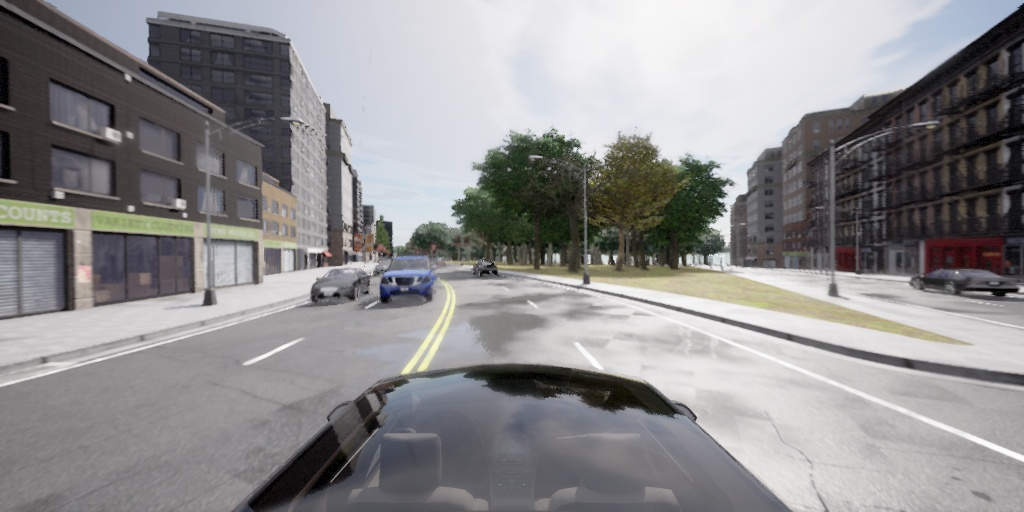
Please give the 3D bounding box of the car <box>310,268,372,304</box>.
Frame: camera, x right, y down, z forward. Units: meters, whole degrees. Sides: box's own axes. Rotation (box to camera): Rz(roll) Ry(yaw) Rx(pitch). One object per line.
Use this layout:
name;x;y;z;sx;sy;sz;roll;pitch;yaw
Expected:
car;-8.185;1.345;17.528;2.128;1.511;4.902;-1;0;-11

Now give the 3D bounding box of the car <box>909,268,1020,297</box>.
car;24.247;1.377;19.515;2.033;1.411;5.357;0;-1;25

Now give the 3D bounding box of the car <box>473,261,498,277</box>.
car;-2.764;1.287;36.565;1.837;1.490;4.892;-1;0;-17

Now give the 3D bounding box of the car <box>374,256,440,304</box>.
car;-4.765;1.007;17.119;2.150;2.045;5.566;-1;0;-10

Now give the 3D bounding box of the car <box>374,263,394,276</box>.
car;-14.592;1.502;41.072;1.994;1.385;4.181;-1;0;-17
